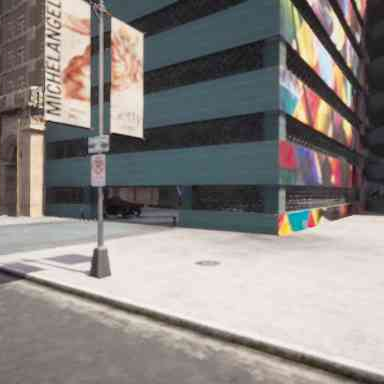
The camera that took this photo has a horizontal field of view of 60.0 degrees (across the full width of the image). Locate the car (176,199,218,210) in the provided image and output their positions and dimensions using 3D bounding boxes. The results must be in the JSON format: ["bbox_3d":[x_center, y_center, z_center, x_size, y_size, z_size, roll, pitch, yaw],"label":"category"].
[{"bbox_3d":[0.654,1.346,37.102,4.718,1.301,1.895,0,0,35],"label":"car"}]

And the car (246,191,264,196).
[{"bbox_3d":[10.714,0.909,52.649,5.566,2.045,2.435,0,0,35],"label":"car"}]

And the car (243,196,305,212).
[{"bbox_3d":[5.907,1.270,24.171,4.674,1.452,2.002,0,0,35],"label":"car"}]

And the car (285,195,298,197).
[{"bbox_3d":[24.789,1.321,85.459,4.892,1.521,2.231,0,0,35],"label":"car"}]

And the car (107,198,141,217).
[{"bbox_3d":[-6.417,1.293,27.896,4.786,1.482,2.161,0,0,35],"label":"car"}]
